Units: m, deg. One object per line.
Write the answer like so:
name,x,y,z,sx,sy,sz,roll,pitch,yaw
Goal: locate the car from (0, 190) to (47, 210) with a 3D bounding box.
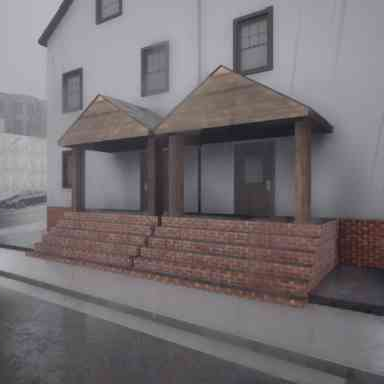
car,-13.799,0.574,27.926,1.994,1.385,4.181,0,9,35
